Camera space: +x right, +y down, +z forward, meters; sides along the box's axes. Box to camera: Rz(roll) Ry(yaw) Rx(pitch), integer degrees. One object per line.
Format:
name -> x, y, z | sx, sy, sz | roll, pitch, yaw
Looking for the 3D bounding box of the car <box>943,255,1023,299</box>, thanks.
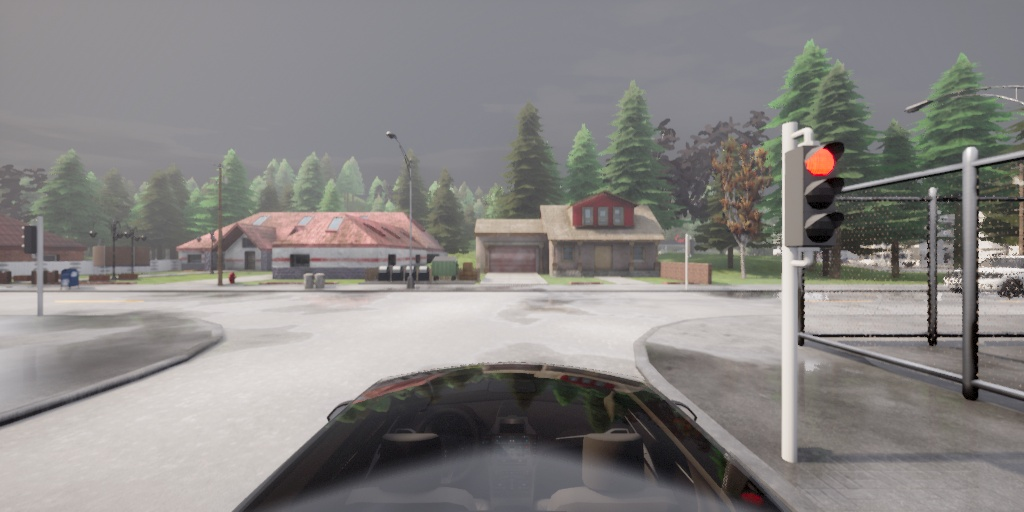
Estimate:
car -> 24.964, 0.951, 17.668 | 5.566, 2.045, 2.150 | 0, 0, 0
